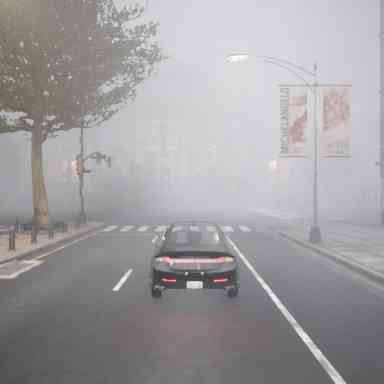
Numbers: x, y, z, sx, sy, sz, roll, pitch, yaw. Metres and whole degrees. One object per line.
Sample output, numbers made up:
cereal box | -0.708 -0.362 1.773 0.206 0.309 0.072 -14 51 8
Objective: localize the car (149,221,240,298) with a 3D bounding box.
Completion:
car | 0.060 1.490 8.530 2.128 1.511 4.902 0 0 0
